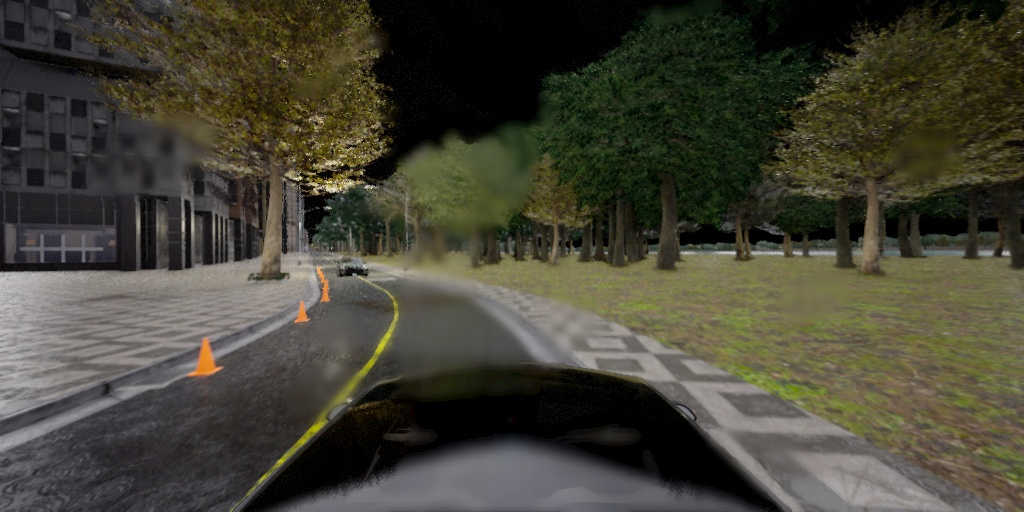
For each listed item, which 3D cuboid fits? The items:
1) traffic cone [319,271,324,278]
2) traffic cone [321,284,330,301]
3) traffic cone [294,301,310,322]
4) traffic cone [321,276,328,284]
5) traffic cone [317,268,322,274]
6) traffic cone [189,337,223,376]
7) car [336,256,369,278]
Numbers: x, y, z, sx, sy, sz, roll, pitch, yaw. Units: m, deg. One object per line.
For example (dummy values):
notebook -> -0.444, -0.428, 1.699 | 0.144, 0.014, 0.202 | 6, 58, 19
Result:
traffic cone -> -12.418, 1.480, 23.627 | 0.340, 0.580, 0.340 | 0, 0, -29
traffic cone -> -7.826, 1.583, 15.067 | 0.340, 0.580, 0.340 | 0, 0, -23
traffic cone -> -6.248, 1.635, 10.686 | 0.340, 0.580, 0.340 | 0, 0, -16
traffic cone -> -9.964, 1.533, 19.270 | 0.340, 0.580, 0.340 | 0, 0, -29
traffic cone -> -14.871, 1.424, 27.985 | 0.340, 0.580, 0.340 | 0, 0, -29
traffic cone -> -5.236, 1.691, 6.141 | 0.340, 0.580, 0.340 | 0, 0, -9
car -> -13.073, 0.801, 29.254 | 2.097, 1.767, 4.553 | 0, 1, -29
